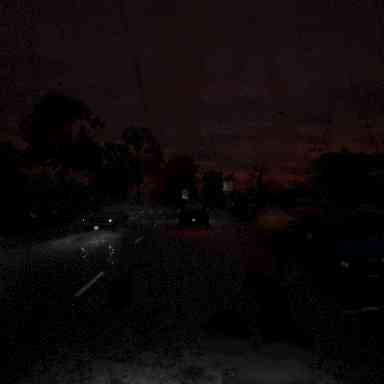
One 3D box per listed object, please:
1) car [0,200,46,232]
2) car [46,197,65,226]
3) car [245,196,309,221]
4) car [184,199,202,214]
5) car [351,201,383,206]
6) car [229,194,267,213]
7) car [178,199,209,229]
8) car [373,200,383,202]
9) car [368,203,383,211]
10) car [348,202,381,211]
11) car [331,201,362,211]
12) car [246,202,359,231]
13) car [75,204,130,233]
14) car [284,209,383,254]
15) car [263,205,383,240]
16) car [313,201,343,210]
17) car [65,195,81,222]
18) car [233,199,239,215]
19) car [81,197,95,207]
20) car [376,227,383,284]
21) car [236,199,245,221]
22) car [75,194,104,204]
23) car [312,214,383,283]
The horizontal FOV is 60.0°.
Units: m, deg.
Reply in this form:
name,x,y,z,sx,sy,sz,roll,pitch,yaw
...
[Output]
name,x,y,z,sx,sy,sz,roll,pitch,yaw
car,-10.970,1.366,18.832,4.553,1.767,2.185,-1,0,-20
car,-10.976,1.367,21.859,4.553,1.767,2.185,-1,0,-20
car,6.037,1.366,20.621,4.553,1.767,2.185,1,0,-20
car,0.141,1.516,36.229,1.837,1.490,4.892,0,0,1
car,22.471,2.303,42.247,1.946,1.575,5.366,2,1,-21
car,6.032,1.242,29.505,5.566,2.045,2.435,1,0,-20
car,0.102,1.482,21.894,1.882,1.535,5.008,0,0,0
car,25.450,2.157,42.423,2.435,2.045,5.566,2,1,-21
car,34.897,2.760,60.683,2.163,1.488,4.792,2,-1,-21
car,31.422,2.625,60.836,1.946,1.575,5.366,2,-1,-21
car,28.102,2.526,60.616,2.231,1.521,4.892,2,-1,-21
car,5.833,1.485,17.584,5.366,1.575,1.946,1,0,-20
car,-5.088,1.605,19.944,1.895,1.301,4.718,0,0,0
car,6.026,1.519,11.751,4.792,1.488,2.163,1,0,-20
car,6.005,1.491,14.701,4.892,1.521,2.231,1,0,-20
car,24.709,2.422,60.585,2.231,1.521,4.892,2,-1,-21
car,-10.914,1.366,24.897,4.553,1.767,2.185,-1,0,-20
car,6.005,1.532,26.529,4.674,1.452,2.002,1,0,-20
car,-10.949,1.494,27.911,4.892,1.521,2.231,-1,0,-20
car,6.172,1.487,5.889,5.366,1.575,1.946,1,0,-20
car,6.010,1.493,23.572,4.892,1.521,2.231,1,0,-20
car,-10.967,1.243,30.915,5.566,2.045,2.435,-1,0,-20
car,5.999,1.488,8.785,5.008,1.535,2.097,1,0,-20
